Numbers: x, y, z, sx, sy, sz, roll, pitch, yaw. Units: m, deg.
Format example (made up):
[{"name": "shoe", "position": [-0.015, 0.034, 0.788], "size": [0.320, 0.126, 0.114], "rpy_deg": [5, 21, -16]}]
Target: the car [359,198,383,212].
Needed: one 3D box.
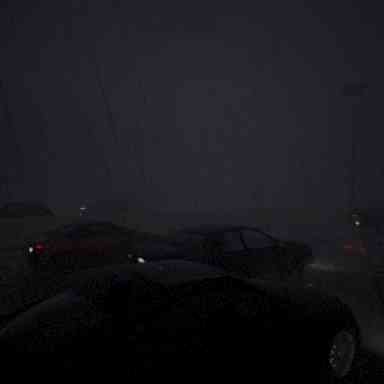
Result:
[{"name": "car", "position": [23.251, 1.587, 42.036], "size": [4.892, 1.490, 1.837], "rpy_deg": [0, 0, -35]}]

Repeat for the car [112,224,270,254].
[{"name": "car", "position": [0.924, 1.558, 8.700], "size": [5.357, 1.411, 2.033], "rpy_deg": [0, 0, -36]}]

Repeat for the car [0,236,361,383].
[{"name": "car", "position": [-0.017, 1.529, 3.733], "size": [4.674, 1.442, 1.812], "rpy_deg": [0, 0, -35]}]

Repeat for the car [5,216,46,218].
[{"name": "car", "position": [-9.952, 1.355, 18.389], "size": [4.553, 1.767, 2.097], "rpy_deg": [0, 0, -35]}]

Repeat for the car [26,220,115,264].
[{"name": "car", "position": [-2.807, 1.570, 10.341], "size": [4.181, 1.385, 1.994], "rpy_deg": [0, 0, -35]}]

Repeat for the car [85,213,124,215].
[{"name": "car", "position": [-7.747, 1.370, 28.555], "size": [4.553, 1.767, 2.097], "rpy_deg": [0, 0, -35]}]

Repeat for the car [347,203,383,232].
[{"name": "car", "position": [11.487, 1.546, 20.528], "size": [4.892, 1.490, 1.837], "rpy_deg": [0, 0, -35]}]

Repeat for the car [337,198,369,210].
[{"name": "car", "position": [22.043, 1.611, 45.458], "size": [4.674, 1.442, 1.812], "rpy_deg": [0, 0, -35]}]
